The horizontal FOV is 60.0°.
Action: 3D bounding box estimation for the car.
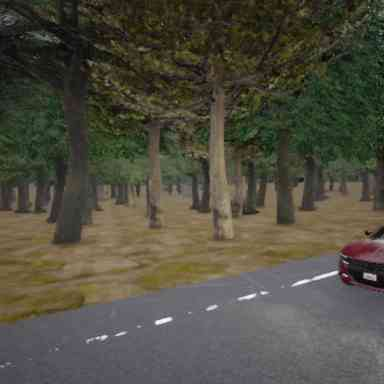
[{"bbox_3d":[5.483,1.331,7.916,5.008,1.535,1.882,-1,1,-36],"label":"car"}]
